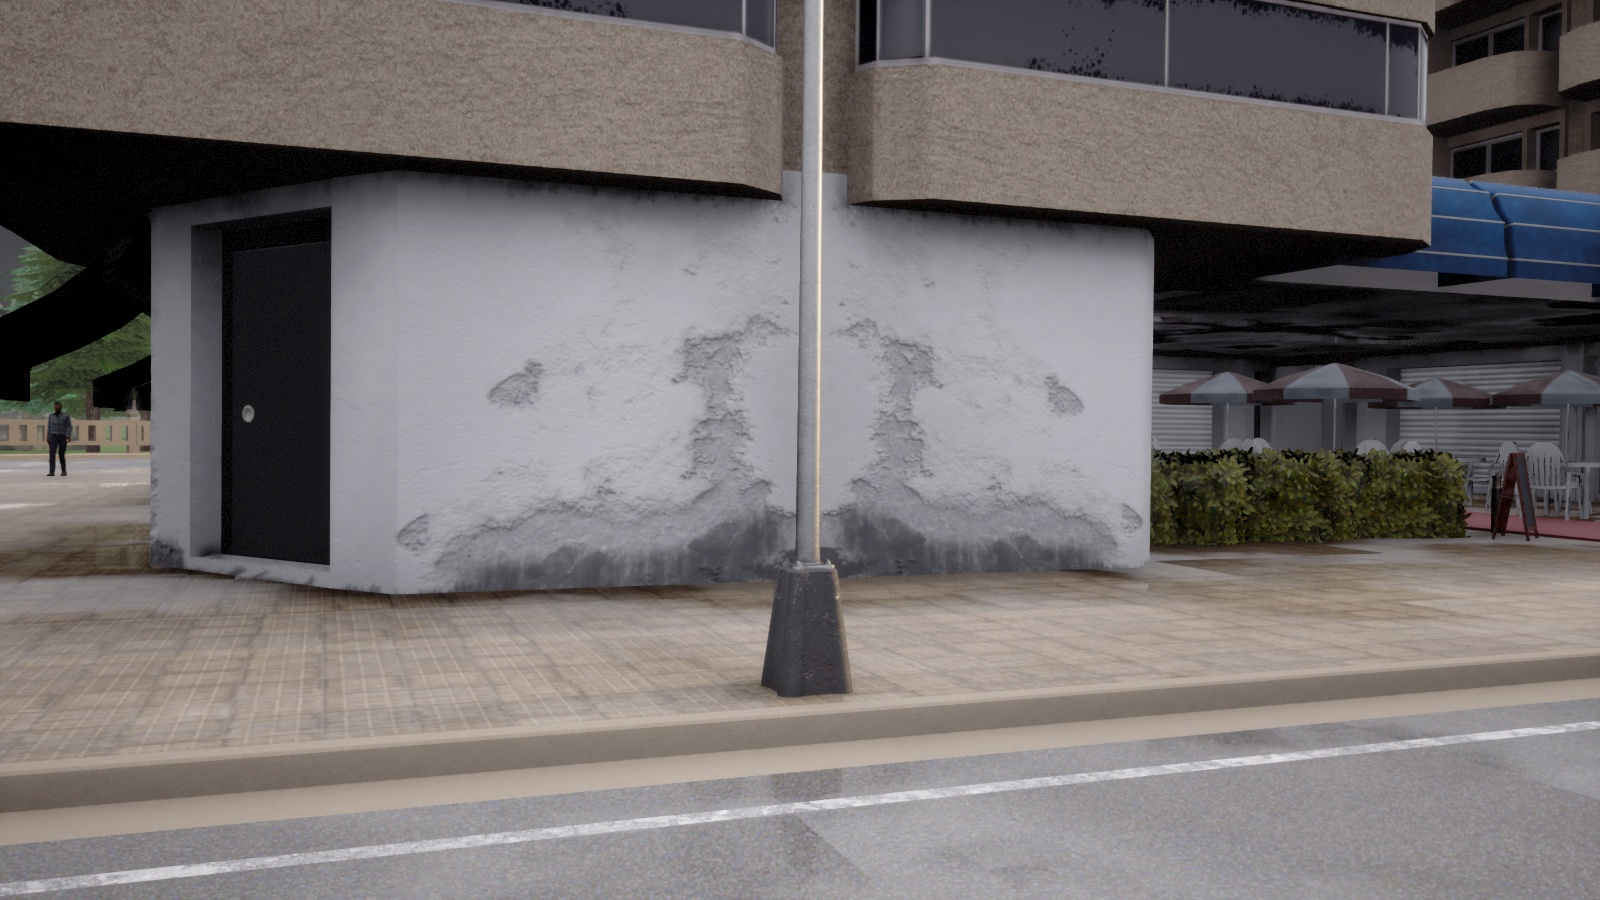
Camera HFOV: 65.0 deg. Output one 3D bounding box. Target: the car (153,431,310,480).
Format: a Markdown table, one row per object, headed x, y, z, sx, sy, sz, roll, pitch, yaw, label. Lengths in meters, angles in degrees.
| x | y | z | sx | sy | sz | roll | pitch | yaw | label |
| --- | --- | --- | --- | --- | --- | --- | --- | --- | --- |
| -20.661 | 0.150 | 45.826 | 2.033 | 1.649 | 4.856 | 0 | 1 | 35 | car |

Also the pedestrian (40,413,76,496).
| x | y | z | sx | sy | sz | roll | pitch | yaw | label |
| --- | --- | --- | --- | --- | --- | --- | --- | --- | --- |
| -17.740 | 0.098 | 30.031 | 0.423 | 1.949 | 0.788 | -1 | 1 | -8 | pedestrian |
